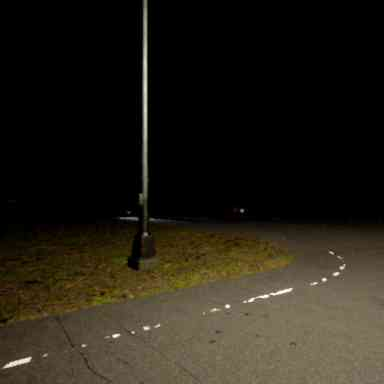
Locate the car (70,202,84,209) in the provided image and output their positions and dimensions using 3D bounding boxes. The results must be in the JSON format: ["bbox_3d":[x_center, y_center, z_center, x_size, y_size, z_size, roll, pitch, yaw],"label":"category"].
[{"bbox_3d":[-24.996,2.921,72.005,1.882,1.535,5.008,3,-2,-36],"label":"car"}]

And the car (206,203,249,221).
[{"bbox_3d":[3.426,1.871,32.710,2.097,1.767,4.553,3,-3,-36],"label":"car"}]

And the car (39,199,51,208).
[{"bbox_3d":[-34.816,2.700,78.757,2.150,2.045,5.566,2,-2,-30],"label":"car"}]

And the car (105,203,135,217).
[{"bbox_3d":[-7.964,1.944,36.516,2.128,1.511,4.902,3,-3,-36],"label":"car"}]
